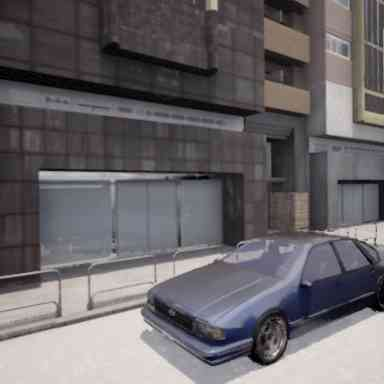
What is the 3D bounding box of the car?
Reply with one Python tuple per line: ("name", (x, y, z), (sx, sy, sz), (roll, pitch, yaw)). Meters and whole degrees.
("car", (1.851, 1.457, 5.877), (5.357, 1.411, 2.033), (-1, 1, -35))
